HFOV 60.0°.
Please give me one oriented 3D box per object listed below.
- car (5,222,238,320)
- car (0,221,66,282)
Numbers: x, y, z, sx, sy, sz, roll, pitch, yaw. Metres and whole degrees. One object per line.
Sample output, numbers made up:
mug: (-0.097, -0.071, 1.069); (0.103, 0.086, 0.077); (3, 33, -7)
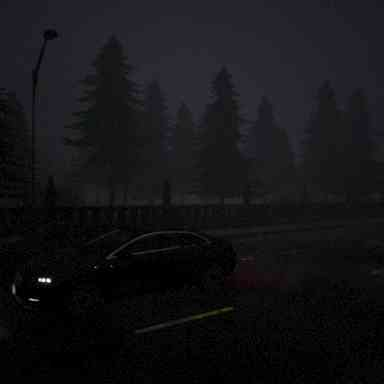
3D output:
car: (-1.192, 1.516, 7.410); (4.902, 1.511, 2.128); (1, 0, -35)
car: (-3.991, 1.580, 9.733); (4.181, 1.385, 1.994); (1, 0, -35)
